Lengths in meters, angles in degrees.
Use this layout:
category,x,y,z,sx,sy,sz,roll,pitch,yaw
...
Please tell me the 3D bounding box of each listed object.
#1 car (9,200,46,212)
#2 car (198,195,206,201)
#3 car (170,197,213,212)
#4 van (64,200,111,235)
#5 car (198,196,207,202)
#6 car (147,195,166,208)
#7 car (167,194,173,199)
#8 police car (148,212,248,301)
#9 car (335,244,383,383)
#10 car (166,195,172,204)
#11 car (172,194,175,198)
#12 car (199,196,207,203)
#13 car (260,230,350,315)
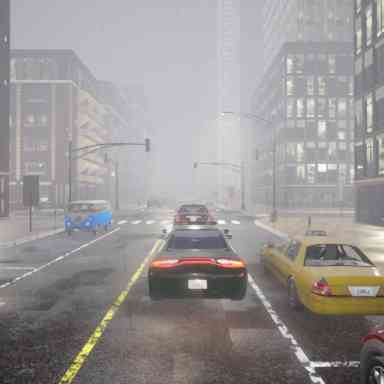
category,x,y,z,sx,sy,sz,roll,pitch,yaw
car,-19.062,1.538,37.834,4.507,1.381,1.887,0,-1,0
car,2.676,1.705,90.475,1.967,1.590,4.097,0,0,0
car,0.081,1.369,18.592,2.097,1.767,4.553,0,0,0
van,-5.663,1.358,18.429,1.690,1.788,3.998,1,0,0
car,2.677,1.801,84.812,1.947,1.339,4.313,0,0,0
car,-5.693,1.408,50.834,2.192,1.841,5.009,0,0,0
car,-5.700,1.761,73.484,1.802,1.307,4.206,0,0,0
police car,0.100,1.509,8.482,2.038,1.542,4.974,0,0,0
car,2.706,1.441,1.860,1.967,1.590,4.097,1,0,0
car,-5.699,1.720,67.821,1.947,1.339,4.313,0,0,0
car,-5.701,1.646,79.147,1.967,1.590,4.097,0,0,0
car,2.679,1.733,79.318,1.752,1.417,4.829,0,0,0
car,2.705,1.529,7.554,1.752,1.417,4.829,1,0,0
